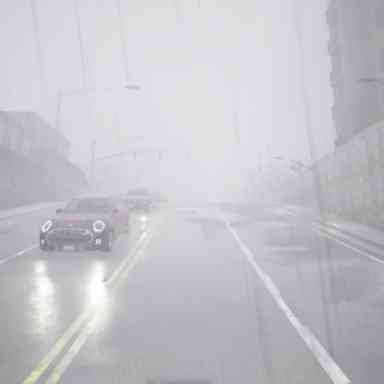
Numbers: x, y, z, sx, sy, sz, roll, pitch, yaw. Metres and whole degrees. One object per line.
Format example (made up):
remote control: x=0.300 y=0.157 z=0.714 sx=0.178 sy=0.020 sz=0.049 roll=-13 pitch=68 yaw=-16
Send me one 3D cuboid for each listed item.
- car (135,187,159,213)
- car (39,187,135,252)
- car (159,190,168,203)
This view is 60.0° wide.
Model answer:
car: x=-3.549 y=0.445 z=22.112 sx=1.837 sy=1.490 sz=4.892 roll=0 pitch=4 yaw=0
car: x=-3.589 y=0.909 z=11.898 sx=2.097 sy=1.767 sz=4.553 roll=0 pitch=3 yaw=0
car: x=-3.536 y=0.479 z=33.941 sx=1.812 sy=1.442 sz=4.674 roll=0 pitch=-4 yaw=0
